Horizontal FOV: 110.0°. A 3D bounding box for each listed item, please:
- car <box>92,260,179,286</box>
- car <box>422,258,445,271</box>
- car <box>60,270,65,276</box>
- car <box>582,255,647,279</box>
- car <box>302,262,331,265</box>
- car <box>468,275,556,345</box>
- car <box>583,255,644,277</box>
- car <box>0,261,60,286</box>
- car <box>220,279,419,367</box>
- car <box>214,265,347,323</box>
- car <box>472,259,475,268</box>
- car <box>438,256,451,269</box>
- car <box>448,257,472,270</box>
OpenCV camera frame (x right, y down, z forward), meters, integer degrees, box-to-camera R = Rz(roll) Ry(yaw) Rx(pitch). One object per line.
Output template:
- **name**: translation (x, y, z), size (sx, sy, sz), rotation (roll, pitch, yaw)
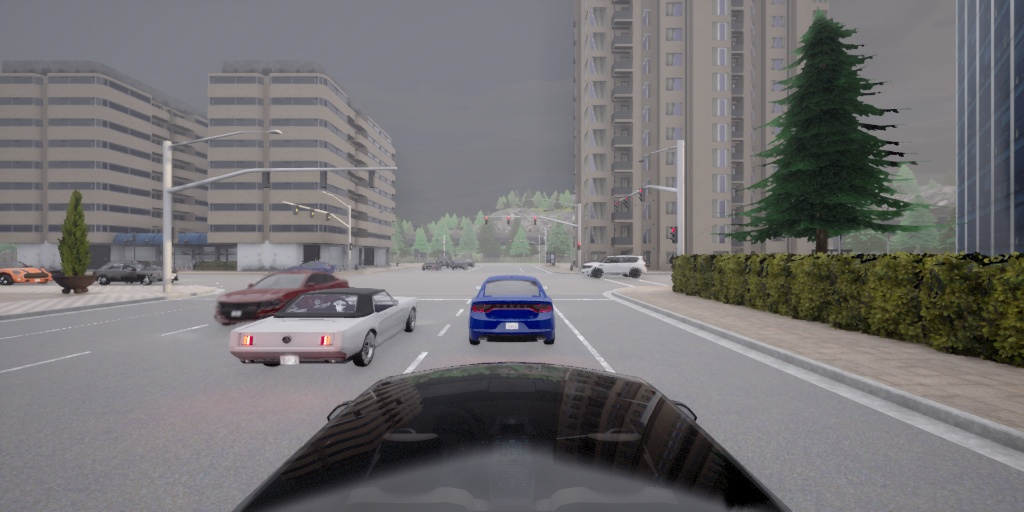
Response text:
- **car**: translation (-25.948, 1.241, 24.810), size (4.902, 1.511, 2.128), rotation (0, 0, 1)
- **car**: translation (-11.011, 1.314, 49.409), size (1.994, 1.385, 4.181), rotation (0, 0, 0)
- **car**: translation (-38.616, 1.351, 28.346), size (4.718, 1.301, 1.895), rotation (0, 0, 0)
- **car**: translation (9.087, 0.972, 31.996), size (5.566, 2.045, 2.150), rotation (0, 0, 0)
- **car**: translation (-19.796, 1.275, 35.527), size (4.674, 1.442, 1.812), rotation (0, 0, 0)
- **car**: translation (-0.005, 1.228, 9.539), size (1.882, 1.535, 5.008), rotation (0, 0, 0)
- **car**: translation (10.044, 0.971, 35.771), size (5.566, 2.045, 2.150), rotation (0, 0, 4)
- **car**: translation (-35.100, 1.102, 24.839), size (4.553, 1.767, 2.097), rotation (0, 0, 0)
- **car**: translation (-3.497, 1.351, 7.873), size (1.895, 1.301, 4.718), rotation (0, 0, 0)
- **car**: translation (-7.208, 1.227, 11.856), size (1.882, 1.535, 5.008), rotation (0, 0, 0)
- **car**: translation (-7.612, 1.228, 62.643), size (1.882, 1.535, 5.008), rotation (0, 0, 0)
- **car**: translation (-11.095, 0.971, 58.766), size (2.150, 2.045, 5.566), rotation (0, 0, 0)
- **car**: translation (-7.524, 1.297, 52.303), size (2.033, 1.411, 5.357), rotation (0, 0, 0)
